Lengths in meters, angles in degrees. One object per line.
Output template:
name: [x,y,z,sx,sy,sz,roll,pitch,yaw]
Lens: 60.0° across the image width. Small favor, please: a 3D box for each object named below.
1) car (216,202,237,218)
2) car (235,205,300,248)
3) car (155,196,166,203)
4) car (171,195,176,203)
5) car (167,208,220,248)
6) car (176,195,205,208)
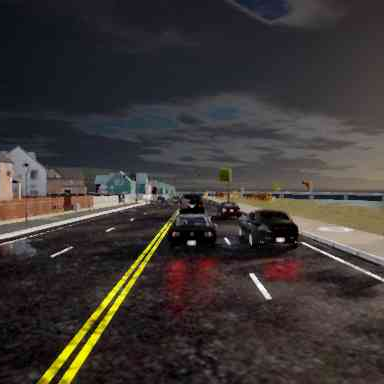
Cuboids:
car: [3.250,1.570,29.651,2.033,1.411,5.357,0,0,0]
car: [3.250,1.516,14.650,1.837,1.490,4.892,0,0,0]
car: [-6.499,1.621,69.235,1.812,1.442,4.674,0,0,0]
car: [-3.250,1.468,69.265,2.097,1.767,4.553,0,0,0]
car: [0.000,1.616,14.680,1.895,1.301,4.718,0,0,0]
car: [0.000,1.264,29.681,2.150,2.045,5.566,0,0,0]
